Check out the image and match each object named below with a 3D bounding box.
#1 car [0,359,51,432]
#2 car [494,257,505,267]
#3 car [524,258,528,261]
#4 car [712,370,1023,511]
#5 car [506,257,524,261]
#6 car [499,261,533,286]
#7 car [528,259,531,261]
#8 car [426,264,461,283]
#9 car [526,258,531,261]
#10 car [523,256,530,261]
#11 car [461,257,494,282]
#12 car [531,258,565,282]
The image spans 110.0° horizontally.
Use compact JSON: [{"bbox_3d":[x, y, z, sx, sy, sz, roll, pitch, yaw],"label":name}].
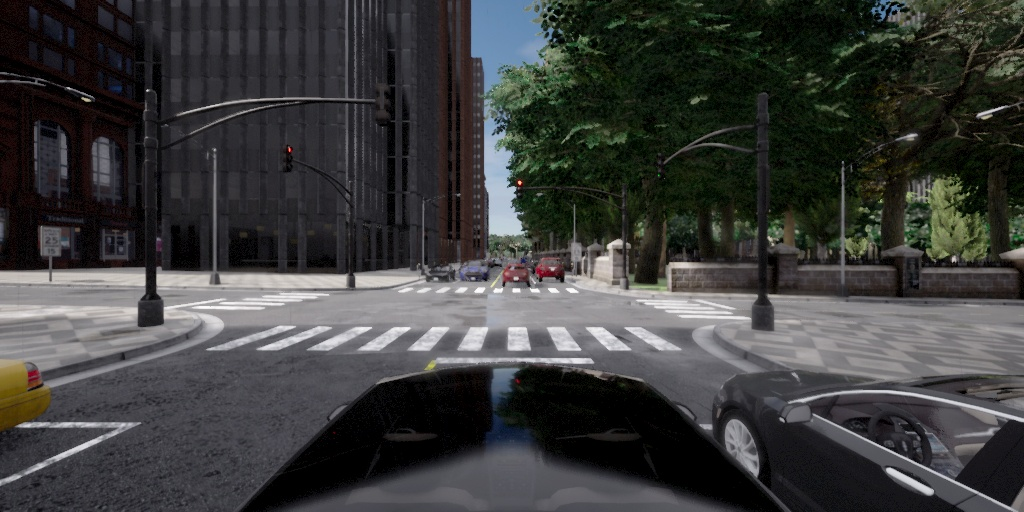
[{"bbox_3d":[-5.766,1.275,1.632,1.751,1.417,4.829,0,0,0],"label":"car"},{"bbox_3d":[-2.569,1.294,60.451,1.837,1.490,4.892,0,-1,1],"label":"car"},{"bbox_3d":[3.145,1.328,50.233,2.007,1.370,4.403,0,0,0],"label":"car"},{"bbox_3d":[2.760,1.300,1.744,2.007,1.370,4.403,0,0,0],"label":"car"},{"bbox_3d":[0.505,1.334,58.978,2.033,1.411,5.357,0,0,1],"label":"car"},{"bbox_3d":[0.284,1.279,25.164,1.812,1.442,4.674,0,0,0],"label":"car"},{"bbox_3d":[3.058,1.333,39.320,1.948,1.339,4.313,0,0,0],"label":"car"},{"bbox_3d":[-5.553,1.323,28.466,1.948,1.339,4.313,0,0,0],"label":"car"},{"bbox_3d":[3.101,1.323,44.776,2.007,1.370,4.403,0,0,0],"label":"car"},{"bbox_3d":[3.188,1.223,55.689,1.967,1.591,4.097,0,0,0],"label":"car"},{"bbox_3d":[-2.886,1.110,28.975,2.097,1.767,4.553,0,0,0],"label":"car"},{"bbox_3d":[2.972,1.071,28.408,2.192,1.841,5.009,0,0,0],"label":"car"}]
